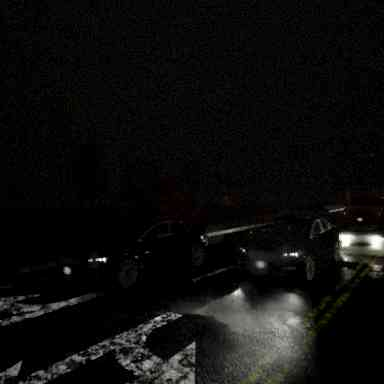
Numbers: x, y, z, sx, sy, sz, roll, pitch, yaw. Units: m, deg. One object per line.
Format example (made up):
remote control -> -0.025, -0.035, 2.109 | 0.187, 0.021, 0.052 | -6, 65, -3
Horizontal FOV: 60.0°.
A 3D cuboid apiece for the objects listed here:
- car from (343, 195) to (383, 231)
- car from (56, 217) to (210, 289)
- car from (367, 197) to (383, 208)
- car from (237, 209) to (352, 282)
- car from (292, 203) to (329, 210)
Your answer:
car -> 11.245, 1.220, 21.316 | 2.150, 2.045, 5.566 | 0, 0, 36
car -> -1.365, 1.492, 9.430 | 2.128, 1.511, 4.902 | 0, 0, 36
car -> 27.113, 1.522, 48.812 | 1.812, 1.442, 4.674 | 0, 0, 36
car -> 3.089, 1.492, 10.040 | 2.128, 1.511, 4.902 | 0, 0, 36
car -> 7.515, 1.478, 21.698 | 1.882, 1.535, 5.008 | 0, 0, 36
